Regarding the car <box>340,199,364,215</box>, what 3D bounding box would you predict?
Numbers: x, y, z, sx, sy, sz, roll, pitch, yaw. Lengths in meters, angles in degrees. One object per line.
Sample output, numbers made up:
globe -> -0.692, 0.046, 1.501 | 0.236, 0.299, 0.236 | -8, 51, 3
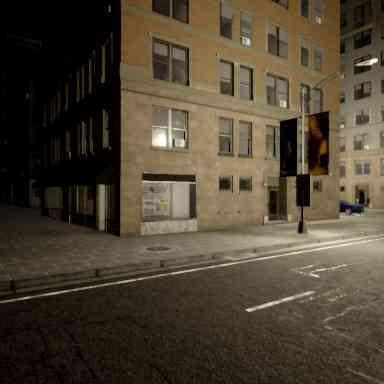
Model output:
car -> 14.963, 1.464, 34.050 | 1.882, 1.535, 5.008 | 0, 0, -35
